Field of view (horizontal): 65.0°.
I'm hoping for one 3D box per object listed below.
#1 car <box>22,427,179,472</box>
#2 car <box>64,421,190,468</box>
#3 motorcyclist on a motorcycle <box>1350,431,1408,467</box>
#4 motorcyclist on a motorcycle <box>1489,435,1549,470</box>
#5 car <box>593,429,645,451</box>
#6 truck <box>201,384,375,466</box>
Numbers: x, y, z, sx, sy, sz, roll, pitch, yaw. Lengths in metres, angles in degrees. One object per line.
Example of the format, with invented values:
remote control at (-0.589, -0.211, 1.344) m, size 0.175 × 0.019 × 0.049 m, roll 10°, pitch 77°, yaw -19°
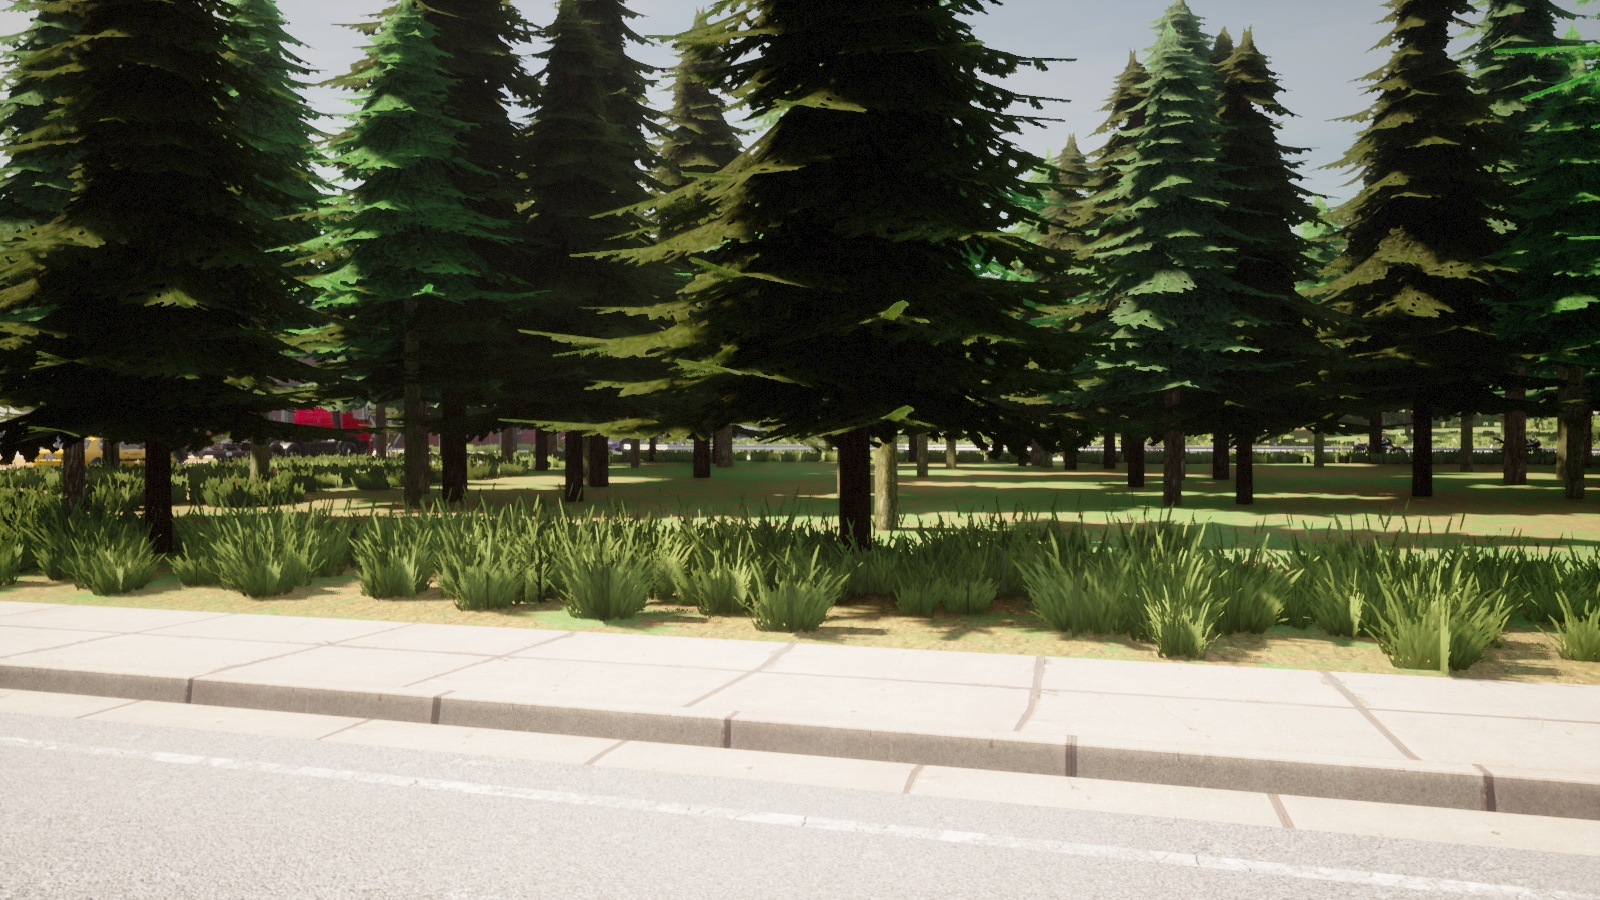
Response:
car at (-26.083, -0.049, 47.073) m, size 1.801 × 1.575 × 5.366 m, roll 0°, pitch 1°, yaw 17°
car at (-28.039, -0.265, 52.532) m, size 1.932 × 1.855 × 4.605 m, roll 0°, pitch 1°, yaw 17°
motorcyclist on a motorcycle at (26.680, -0.051, 57.884) m, size 2.350 × 1.649 × 0.766 m, roll 1°, pitch 1°, yaw 18°
motorcyclist on a motorcycle at (32.092, 0.081, 56.067) m, size 2.191 × 1.530 × 0.866 m, roll 1°, pitch 1°, yaw 19°
car at (-13.997, -0.816, 97.340) m, size 2.033 × 1.649 × 4.856 m, roll 0°, pitch 1°, yaw 17°
truck at (-22.990, -1.116, 56.919) m, size 2.891 × 3.462 × 7.936 m, roll 0°, pitch 1°, yaw 17°
